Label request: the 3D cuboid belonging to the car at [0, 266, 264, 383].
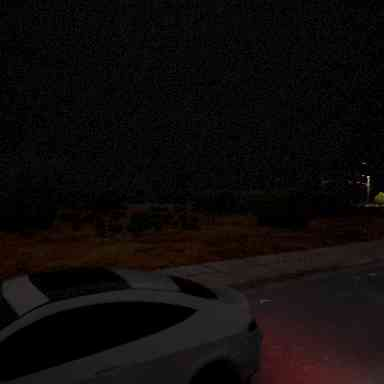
[{"bbox_3d":[-1.350,1.524,3.040,4.674,1.442,1.812,1,0,-35],"label":"car"}]
